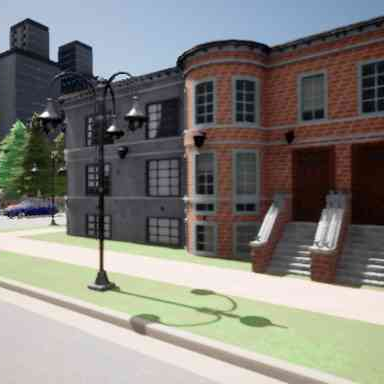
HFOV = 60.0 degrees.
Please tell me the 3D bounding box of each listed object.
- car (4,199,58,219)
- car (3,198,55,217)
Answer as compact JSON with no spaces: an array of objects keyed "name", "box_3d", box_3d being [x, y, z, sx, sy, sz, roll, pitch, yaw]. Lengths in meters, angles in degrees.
[{"name":"car","box_3d":[-15.453,1.688,32.153,1.882,1.535,5.008,0,0,33]},{"name":"car","box_3d":[-17.373,1.582,35.595,2.097,1.767,4.553,0,0,34]}]
